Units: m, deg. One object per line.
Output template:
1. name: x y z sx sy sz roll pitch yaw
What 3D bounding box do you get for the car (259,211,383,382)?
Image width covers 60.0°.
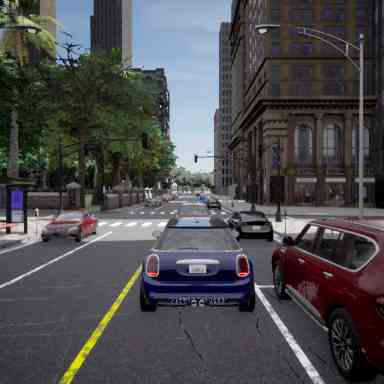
1. car: 2.754 1.314 5.382 2.192 1.841 5.009 0 0 0

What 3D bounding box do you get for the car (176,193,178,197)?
1. car: -5.833 1.239 91.466 2.192 1.841 5.009 0 0 0

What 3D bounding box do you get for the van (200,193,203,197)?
1. van: 2.716 1.309 58.931 1.690 1.788 3.998 0 0 0

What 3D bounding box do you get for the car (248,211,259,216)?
1. car: 2.747 1.562 16.233 1.947 1.339 4.313 0 0 0

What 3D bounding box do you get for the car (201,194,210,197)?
1. car: 2.720 1.499 53.680 1.752 1.417 4.829 0 0 0

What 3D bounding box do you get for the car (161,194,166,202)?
1. car: -5.806 1.413 53.524 1.967 1.590 4.097 0 0 0

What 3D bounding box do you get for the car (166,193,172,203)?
1. car: -5.817 1.396 69.785 1.967 1.590 4.097 0 0 0

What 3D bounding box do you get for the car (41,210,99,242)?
1. car: -5.778 1.578 16.245 1.802 1.307 4.206 0 0 0

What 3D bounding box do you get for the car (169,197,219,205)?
1. car: 0.088 1.348 17.414 2.097 1.767 4.553 0 0 0

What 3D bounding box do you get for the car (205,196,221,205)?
1. car: 2.728 1.548 42.670 1.947 1.339 4.313 0 0 0

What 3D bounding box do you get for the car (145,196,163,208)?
1. car: -5.801 1.528 48.104 2.008 1.369 4.403 0 0 0

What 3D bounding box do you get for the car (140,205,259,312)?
1. car: 0.097 1.351 7.880 2.097 1.767 4.553 0 0 0

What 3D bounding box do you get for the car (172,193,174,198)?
1. car: -5.822 1.264 75.205 2.192 1.841 5.009 0 0 0

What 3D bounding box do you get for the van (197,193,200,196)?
1. van: 2.700 1.282 80.612 1.690 1.788 3.998 0 0 0

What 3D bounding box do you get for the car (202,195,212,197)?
1. car: 2.724 1.544 48.090 1.947 1.339 4.313 0 0 0
